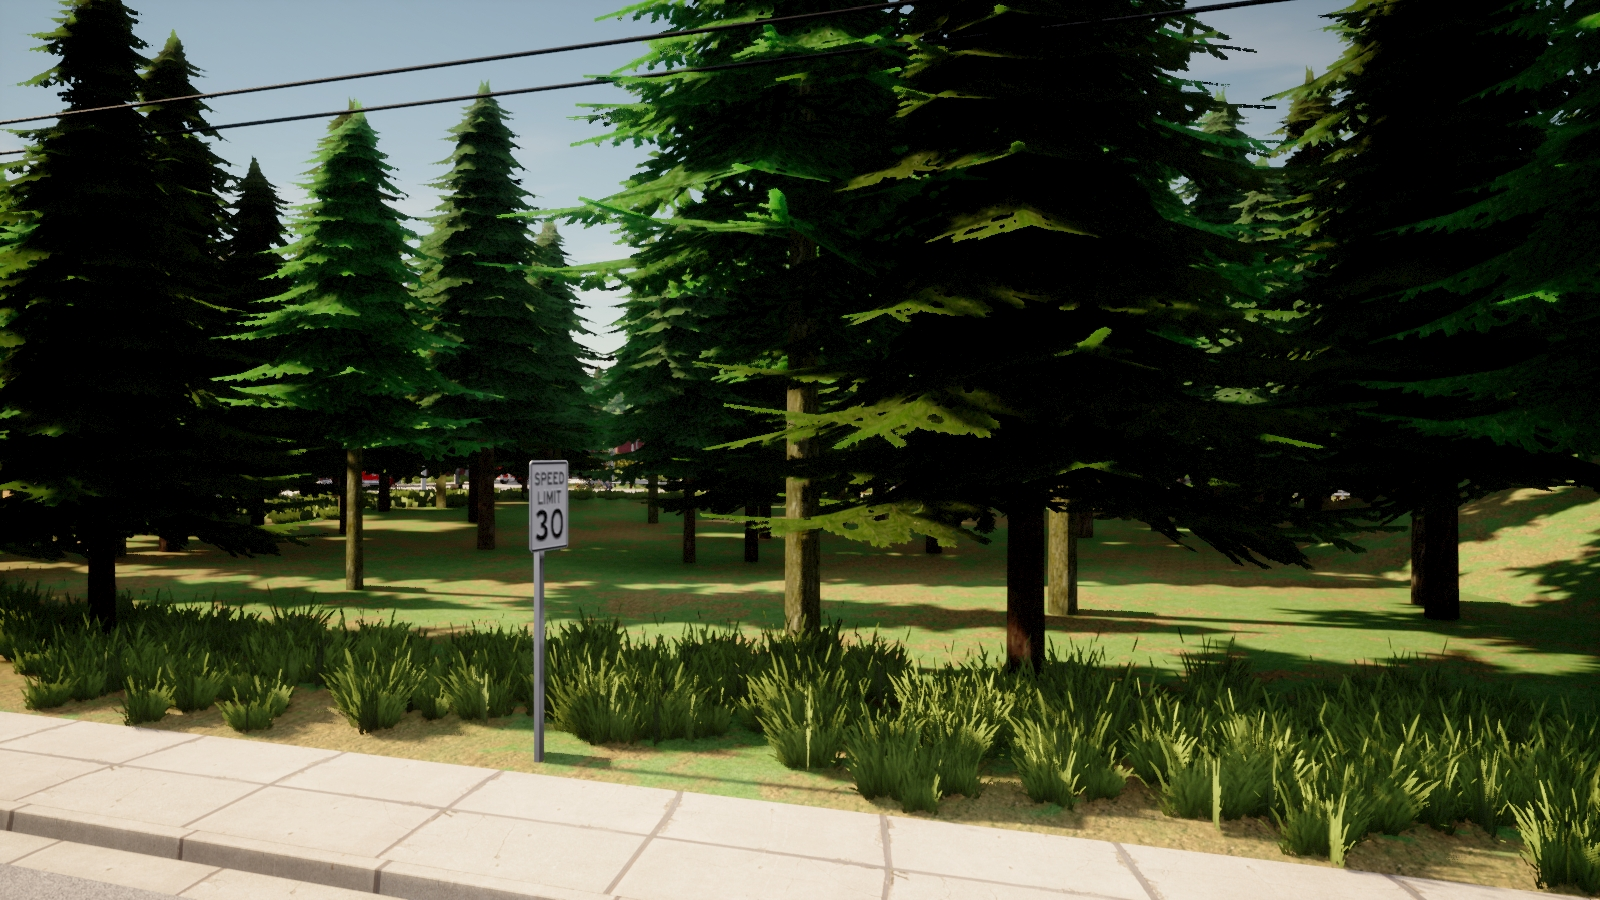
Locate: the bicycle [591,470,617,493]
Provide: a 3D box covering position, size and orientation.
[{"bbox_3d":[-12.802,2.029,74.744,1.643,1.496,0.373,0,0,10],"label":"bicycle"}]
